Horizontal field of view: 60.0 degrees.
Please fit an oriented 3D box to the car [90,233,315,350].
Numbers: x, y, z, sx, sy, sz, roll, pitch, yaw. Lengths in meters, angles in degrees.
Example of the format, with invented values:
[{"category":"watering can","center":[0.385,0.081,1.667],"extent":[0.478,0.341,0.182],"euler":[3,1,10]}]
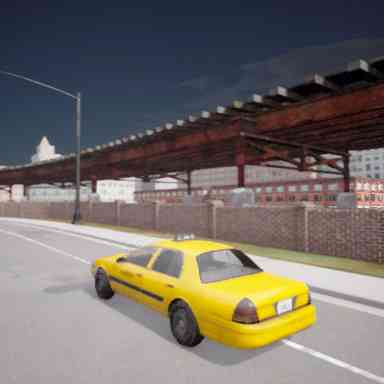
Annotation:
[{"category":"car","center":[-0.326,1.589,6.638],"extent":[1.801,1.575,5.366],"euler":[2,-1,-39]}]
